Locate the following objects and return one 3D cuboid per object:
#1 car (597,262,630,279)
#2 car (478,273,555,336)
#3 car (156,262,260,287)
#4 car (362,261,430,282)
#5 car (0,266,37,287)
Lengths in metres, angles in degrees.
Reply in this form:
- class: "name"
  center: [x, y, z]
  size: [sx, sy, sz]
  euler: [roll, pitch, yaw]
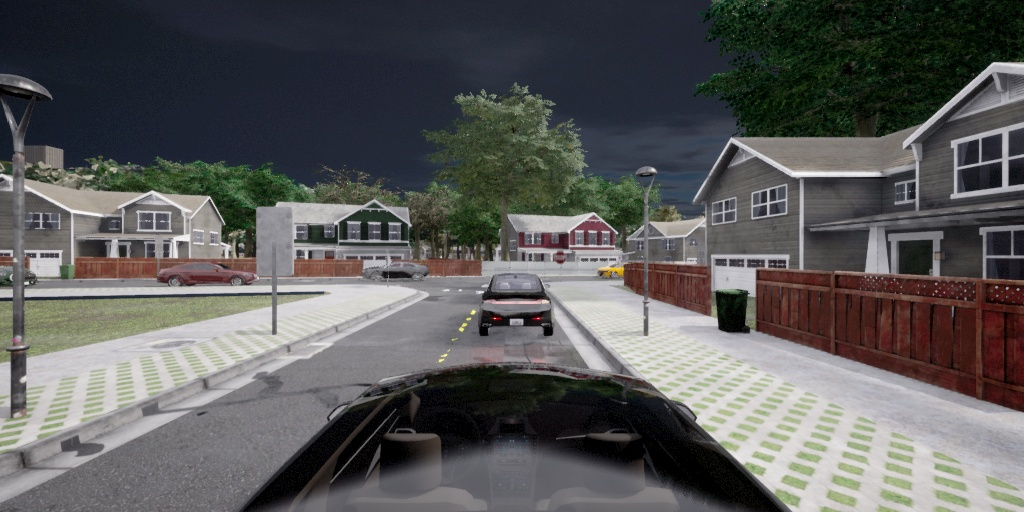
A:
- class: "car"
  center: [10.556, 1.361, 34.285]
  size: [5.008, 1.535, 1.882]
  euler: [1, 0, -20]
- class: "car"
  center: [0.104, 1.240, 10.314]
  size: [2.128, 1.511, 4.902]
  euler: [0, 0, 0]
- class: "car"
  center: [-17.563, 1.071, 20.932]
  size: [4.674, 1.442, 1.812]
  euler: [1, 0, -20]
- class: "car"
  center: [-8.724, 1.151, 27.275]
  size: [4.902, 1.511, 2.128]
  euler: [1, 0, -20]
- class: "car"
  center: [-26.897, 0.776, 17.532]
  size: [4.553, 1.767, 2.097]
  euler: [1, 0, -20]
